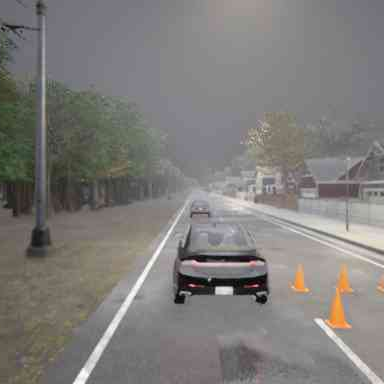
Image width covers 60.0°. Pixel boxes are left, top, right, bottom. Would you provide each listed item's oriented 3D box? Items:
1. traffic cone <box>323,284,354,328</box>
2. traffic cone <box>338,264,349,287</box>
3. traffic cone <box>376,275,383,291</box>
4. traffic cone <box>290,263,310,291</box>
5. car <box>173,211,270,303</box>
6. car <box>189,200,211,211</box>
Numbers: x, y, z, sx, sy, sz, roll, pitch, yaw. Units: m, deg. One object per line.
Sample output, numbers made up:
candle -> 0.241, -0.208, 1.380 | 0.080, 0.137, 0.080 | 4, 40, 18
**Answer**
traffic cone -> 2.460, 1.942, 5.634 | 0.340, 0.580, 0.340 | 0, 0, 0
traffic cone -> 3.474, 1.938, 7.627 | 0.340, 0.580, 0.340 | 0, 0, 0
traffic cone -> 4.474, 1.941, 7.620 | 0.340, 0.580, 0.340 | 0, 0, 0
traffic cone -> 2.474, 1.935, 7.634 | 0.340, 0.580, 0.340 | 0, 0, 0
car -> 0.567, 1.465, 8.103 | 2.128, 1.511, 4.902 | 0, 0, 0
car -> 0.724, 1.443, 30.033 | 2.033, 1.411, 5.357 | 0, 0, 0
